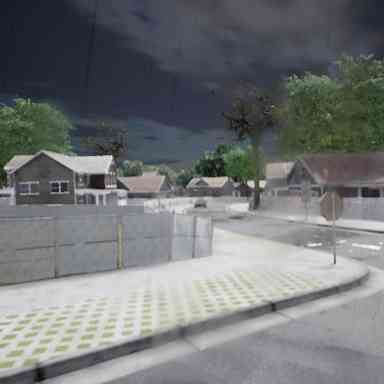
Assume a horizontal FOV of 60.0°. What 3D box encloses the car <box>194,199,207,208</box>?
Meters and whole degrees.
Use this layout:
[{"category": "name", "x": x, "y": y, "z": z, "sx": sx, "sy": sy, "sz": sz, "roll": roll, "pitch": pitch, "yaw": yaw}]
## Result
[{"category": "car", "x": 1.501, "y": 1.938, "z": 55.650, "sx": 1.837, "sy": 1.490, "sz": 4.892, "roll": -2, "pitch": -1, "yaw": 8}]
